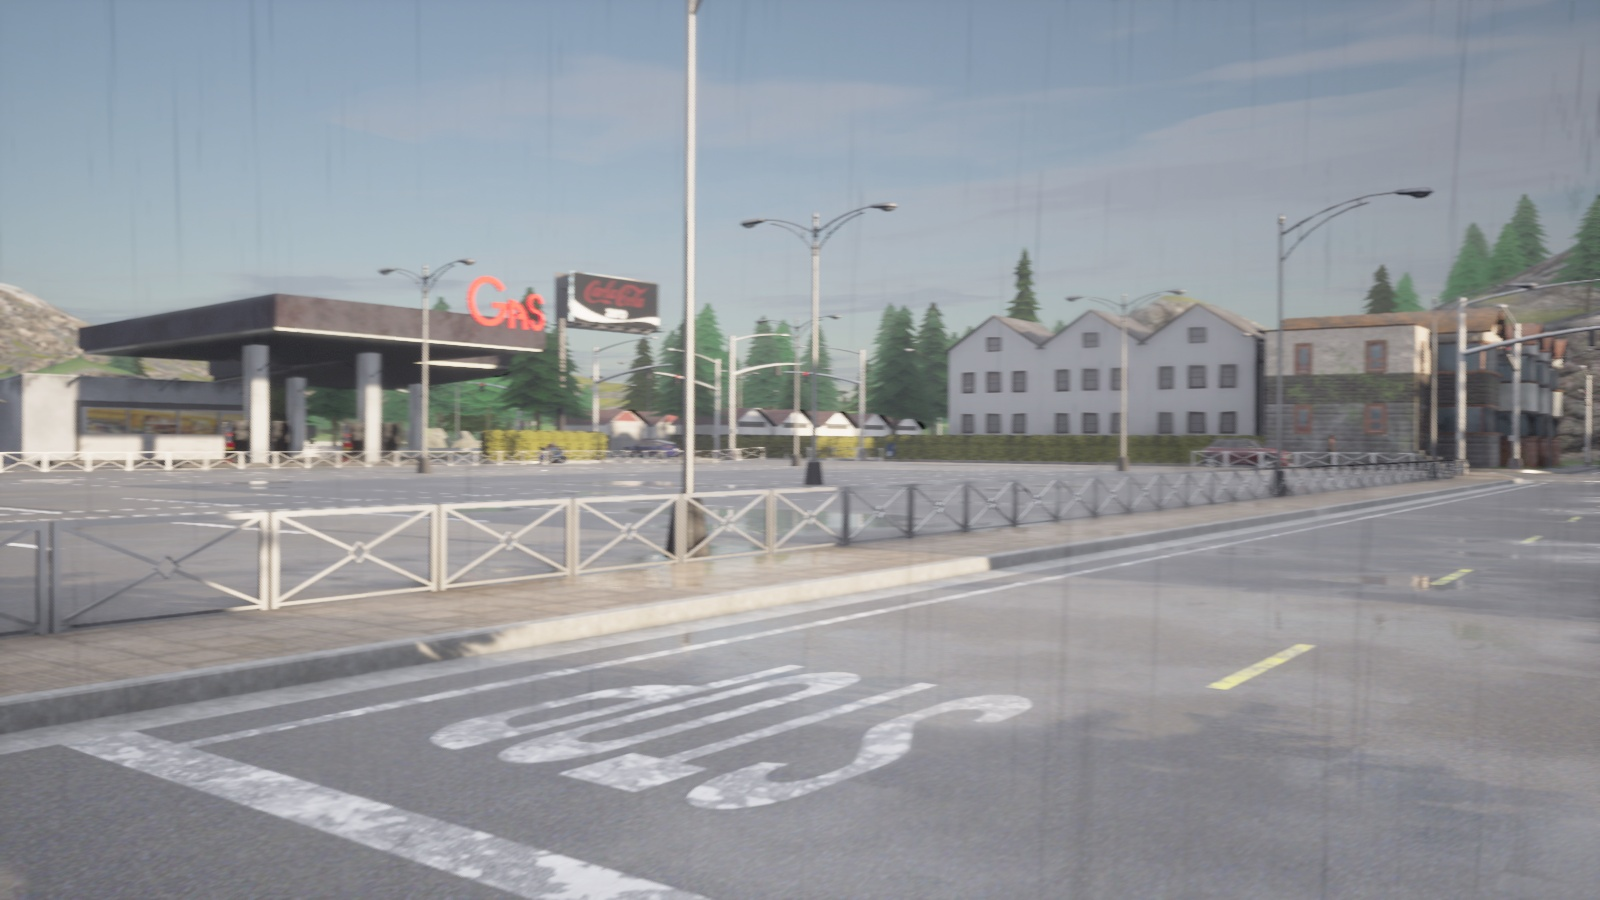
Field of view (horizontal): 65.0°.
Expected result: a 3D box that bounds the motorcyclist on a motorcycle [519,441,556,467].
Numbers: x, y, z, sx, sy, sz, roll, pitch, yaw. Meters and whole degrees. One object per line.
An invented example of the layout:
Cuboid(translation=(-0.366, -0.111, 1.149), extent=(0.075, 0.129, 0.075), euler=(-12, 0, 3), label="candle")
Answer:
Cuboid(translation=(-15.774, 0.214, 75.486), extent=(0.866, 1.530, 2.191), euler=(1, 0, 36), label="motorcyclist on a motorcycle")

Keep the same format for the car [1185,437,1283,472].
Cuboid(translation=(23.337, 0.216, 67.630), extent=(4.553, 1.767, 2.097), euler=(1, 0, 36), label="car")

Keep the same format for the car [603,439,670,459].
Cuboid(translation=(-12.756, -0.099, 98.001), extent=(4.792, 1.488, 2.163), euler=(2, 1, 29), label="car")
